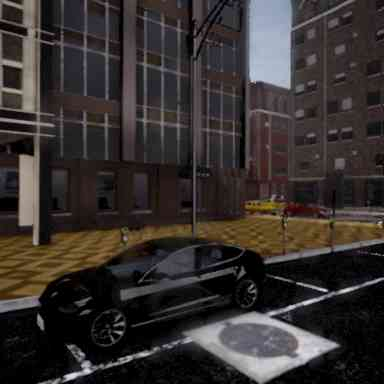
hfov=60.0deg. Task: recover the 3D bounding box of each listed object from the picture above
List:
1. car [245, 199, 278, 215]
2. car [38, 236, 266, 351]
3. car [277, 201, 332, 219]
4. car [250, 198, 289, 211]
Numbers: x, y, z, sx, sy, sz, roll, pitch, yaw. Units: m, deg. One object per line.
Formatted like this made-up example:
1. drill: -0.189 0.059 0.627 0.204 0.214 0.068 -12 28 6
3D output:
1. car: 6.405 1.483 32.342 1.752 1.417 4.829 1 0 -36
2. car: -0.474 1.569 6.217 4.313 1.339 1.947 0 0 -36
3. car: 9.606 1.550 27.878 1.802 1.307 4.206 1 0 -36
4. car: 9.716 1.521 42.104 1.752 1.417 4.829 0 0 -36
